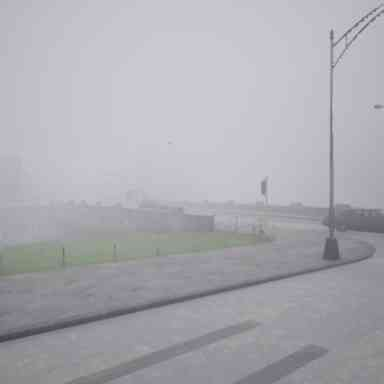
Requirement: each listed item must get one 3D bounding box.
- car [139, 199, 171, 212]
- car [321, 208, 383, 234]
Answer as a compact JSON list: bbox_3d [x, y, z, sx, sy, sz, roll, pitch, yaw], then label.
[{"bbox_3d":[-4.309,1.550,38.237,1.882,1.535,5.008,0,0,-35],"label":"car"},{"bbox_3d":[9.909,1.626,18.276,2.033,1.411,5.357,0,0,-35],"label":"car"}]
